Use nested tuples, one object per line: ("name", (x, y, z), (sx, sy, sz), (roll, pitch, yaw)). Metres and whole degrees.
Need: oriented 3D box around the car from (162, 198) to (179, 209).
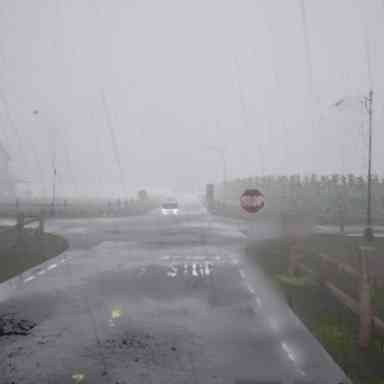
("car", (-2.764, 1.452, 42.804), (1.994, 1.385, 4.181), (0, 1, 0))
